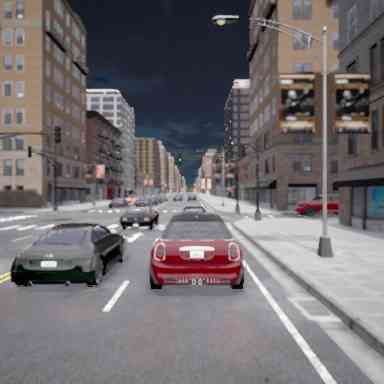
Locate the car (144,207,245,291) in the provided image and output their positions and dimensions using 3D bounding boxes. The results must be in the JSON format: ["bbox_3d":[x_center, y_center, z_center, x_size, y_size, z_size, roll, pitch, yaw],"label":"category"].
[{"bbox_3d":[0.107,1.334,9.138,2.097,1.767,4.553,0,0,0],"label":"car"}]

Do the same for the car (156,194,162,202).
[{"bbox_3d":[-6.545,1.454,53.858,1.994,1.385,4.181,0,0,0],"label":"car"}]

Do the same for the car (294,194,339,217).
[{"bbox_3d":[12.286,1.200,30.620,5.566,2.045,2.150,0,0,0],"label":"car"}]

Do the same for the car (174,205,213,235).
[{"bbox_3d":[0.131,1.527,19.232,1.994,1.385,4.181,0,0,1],"label":"car"}]

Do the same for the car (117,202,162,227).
[{"bbox_3d":[-3.135,1.560,20.849,1.895,1.301,4.718,0,0,0],"label":"car"}]

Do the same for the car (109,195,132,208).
[{"bbox_3d":[-9.820,1.474,44.842,1.994,1.385,4.181,0,0,0],"label":"car"}]

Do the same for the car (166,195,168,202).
[{"bbox_3d":[-6.451,1.196,72.804,2.097,1.767,4.553,0,0,0],"label":"car"}]

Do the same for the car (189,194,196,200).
[{"bbox_3d":[0.056,1.215,84.407,1.812,1.442,4.674,0,0,0],"label":"car"}]

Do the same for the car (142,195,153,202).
[{"bbox_3d":[-9.701,1.358,73.193,1.812,1.442,4.674,0,0,0],"label":"car"}]

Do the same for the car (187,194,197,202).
[{"bbox_3d":[0.050,1.197,74.374,2.097,1.767,4.553,0,0,0],"label":"car"}]

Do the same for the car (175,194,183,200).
[{"bbox_3d":[-3.194,1.215,84.409,1.812,1.442,4.674,0,0,0],"label":"car"}]

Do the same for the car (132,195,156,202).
[{"bbox_3d":[-6.565,1.473,45.460,1.994,1.385,4.181,0,0,0],"label":"car"}]

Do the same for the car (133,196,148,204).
[{"bbox_3d":[-9.730,1.417,62.939,2.033,1.411,5.357,0,0,1],"label":"car"}]

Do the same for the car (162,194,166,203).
[{"bbox_3d":[-6.489,1.375,62.656,1.837,1.490,4.892,0,0,1],"label":"car"}]

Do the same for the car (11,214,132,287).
[{"bbox_3d":[-3.144,1.546,9.305,1.994,1.385,4.181,0,0,0],"label":"car"}]

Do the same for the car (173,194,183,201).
[{"bbox_3d":[-3.200,1.394,74.406,1.994,1.385,4.181,0,0,0],"label":"car"}]
